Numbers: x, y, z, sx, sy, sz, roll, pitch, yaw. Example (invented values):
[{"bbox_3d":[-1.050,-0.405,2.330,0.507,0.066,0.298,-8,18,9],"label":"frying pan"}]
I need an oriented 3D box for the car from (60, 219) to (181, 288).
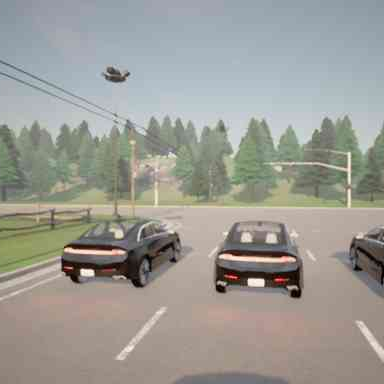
[{"bbox_3d":[-1.672,1.495,9.396,2.128,1.511,4.902,0,0,13],"label":"car"}]

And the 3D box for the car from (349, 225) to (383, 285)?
[{"bbox_3d":[5.167,1.497,7.896,2.128,1.511,4.902,0,0,13],"label":"car"}]

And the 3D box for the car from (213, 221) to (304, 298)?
[{"bbox_3d":[1.747,1.496,8.638,2.128,1.511,4.902,0,0,13],"label":"car"}]
